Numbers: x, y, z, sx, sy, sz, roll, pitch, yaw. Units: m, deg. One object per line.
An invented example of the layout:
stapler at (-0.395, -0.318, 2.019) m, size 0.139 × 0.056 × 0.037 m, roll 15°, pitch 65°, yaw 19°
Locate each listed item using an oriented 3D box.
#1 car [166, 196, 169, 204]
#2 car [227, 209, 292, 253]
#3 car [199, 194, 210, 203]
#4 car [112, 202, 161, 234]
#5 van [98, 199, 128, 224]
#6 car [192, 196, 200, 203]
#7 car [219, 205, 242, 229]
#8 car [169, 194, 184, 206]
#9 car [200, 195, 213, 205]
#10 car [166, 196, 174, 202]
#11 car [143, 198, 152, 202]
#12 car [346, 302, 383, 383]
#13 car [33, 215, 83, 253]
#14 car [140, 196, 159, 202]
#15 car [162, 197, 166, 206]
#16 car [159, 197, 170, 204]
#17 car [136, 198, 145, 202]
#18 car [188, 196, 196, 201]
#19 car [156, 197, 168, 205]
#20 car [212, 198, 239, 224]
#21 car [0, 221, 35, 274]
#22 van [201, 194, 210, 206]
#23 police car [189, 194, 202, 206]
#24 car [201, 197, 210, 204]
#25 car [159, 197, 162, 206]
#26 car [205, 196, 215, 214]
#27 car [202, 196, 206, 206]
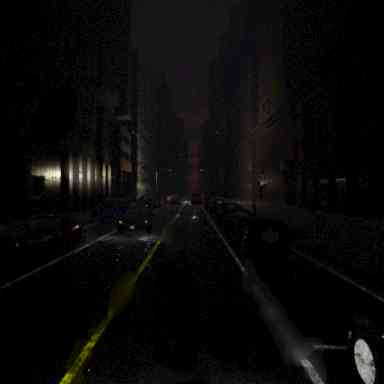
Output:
car at (-5.748, 1.683, 58.460) m, size 2.008 × 1.369 × 4.403 m, roll 0°, pitch 0°, yaw 0°
car at (2.765, 1.595, 13.657) m, size 1.947 × 1.339 × 4.313 m, roll 0°, pitch 0°, yaw 0°
car at (2.781, 1.493, 75.276) m, size 2.192 × 1.841 × 5.009 m, roll 0°, pitch 0°, yaw 0°
car at (-3.094, 1.567, 19.553) m, size 1.812 × 1.442 × 4.674 m, roll 0°, pitch 0°, yaw 0°
van at (-5.758, 1.394, 24.848) m, size 1.690 × 1.788 × 3.998 m, roll 0°, pitch 0°, yaw 0°
car at (0.922, 1.703, 74.808) m, size 1.812 × 1.442 × 4.674 m, roll 0°, pitch 0°, yaw 0°
car at (2.766, 1.623, 19.259) m, size 1.802 × 1.307 × 4.206 m, roll 0°, pitch 0°, yaw 0°
car at (-3.028, 1.613, 60.068) m, size 1.882 × 1.535 × 5.008 m, roll 0°, pitch 0°, yaw 1°
car at (2.777, 1.462, 64.073) m, size 2.192 × 1.841 × 5.009 m, roll 0°, pitch 0°, yaw 0°
car at (-5.741, 1.756, 86.470) m, size 1.887 × 1.381 × 4.507 m, roll 0°, pitch 0°, yaw 0°
car at (-5.754, 1.660, 36.051) m, size 1.802 × 1.307 × 4.206 m, roll 0°, pitch 0°, yaw 0°
car at (2.761, 1.556, 2.454) m, size 2.008 × 1.369 × 4.403 m, roll 0°, pitch 0°, yaw 0°
car at (-5.760, 1.610, 13.643) m, size 1.802 × 1.307 × 4.206 m, roll 0°, pitch 0°, yaw 0°
car at (-5.753, 1.406, 41.654) m, size 2.192 × 1.841 × 5.009 m, roll 0°, pitch 0°, yaw 0°
car at (-5.750, 1.558, 52.858) m, size 1.967 × 1.590 × 4.097 m, roll 0°, pitch 0°, yaw 0°
car at (-5.745, 1.728, 69.663) m, size 1.947 × 1.339 × 4.313 m, roll 0°, pitch 0°, yaw 0°
car at (-5.756, 1.590, 30.280) m, size 1.752 × 1.417 × 4.829 m, roll 0°, pitch 0°, yaw 0°
car at (0.027, 1.722, 93.929) m, size 1.994 × 1.385 × 4.181 m, roll 0°, pitch 0°, yaw 0°
car at (-5.747, 1.712, 64.062) m, size 1.947 × 1.339 × 4.313 m, roll 0°, pitch 0°, yaw 0°
car at (2.767, 1.493, 24.860) m, size 1.967 × 1.590 × 4.097 m, roll 0°, pitch 0°, yaw 0°
car at (-5.762, 1.599, 8.041) m, size 1.802 × 1.307 × 4.206 m, roll 0°, pitch 0°, yaw 0°
van at (2.775, 1.459, 52.870) m, size 1.690 × 1.788 × 3.998 m, roll 0°, pitch 0°, yaw 0°
police car at (0.917, 1.558, 58.918) m, size 1.930 × 1.638 × 5.238 m, roll 0°, pitch 0°, yaw 0°
car at (2.780, 1.744, 69.674) m, size 1.802 × 1.307 × 4.206 m, roll 0°, pitch 0°, yaw 0°
car at (-5.751, 1.686, 47.256) m, size 1.802 × 1.307 × 4.206 m, roll 0°, pitch 0°, yaw 0°
car at (2.770, 1.518, 36.064) m, size 1.967 × 1.590 × 4.097 m, roll 0°, pitch 0°, yaw 0°
car at (2.774, 1.630, 47.438) m, size 1.752 × 1.417 × 4.829 m, roll 0°, pitch 0°, yaw 0°
